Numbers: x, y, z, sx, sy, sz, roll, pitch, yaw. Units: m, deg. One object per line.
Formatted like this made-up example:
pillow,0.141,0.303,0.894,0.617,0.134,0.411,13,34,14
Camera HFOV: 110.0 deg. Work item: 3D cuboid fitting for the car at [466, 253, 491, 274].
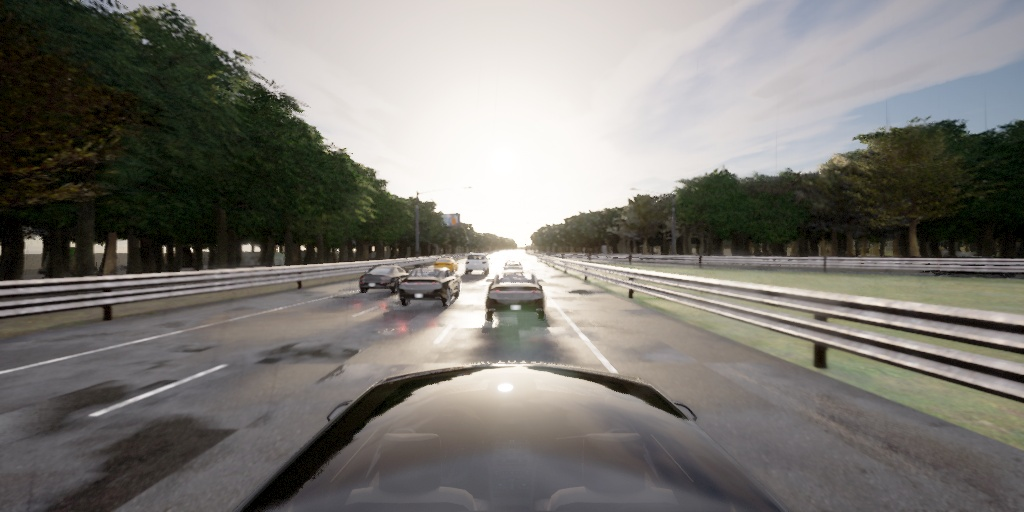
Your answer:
car,-3.383,0.732,35.988,2.150,2.045,5.566,0,1,0

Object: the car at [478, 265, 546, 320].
car,0.106,1.231,12.550,2.128,1.511,4.902,0,0,0

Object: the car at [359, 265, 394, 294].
car,-6.891,1.225,19.956,1.812,1.442,4.674,0,0,0

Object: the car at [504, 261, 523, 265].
car,0.116,1.122,35.285,1.895,1.301,4.718,0,1,0

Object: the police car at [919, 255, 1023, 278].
police car,33.761,0.748,26.408,2.038,1.542,4.974,1,0,-42

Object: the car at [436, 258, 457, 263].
car,-6.882,0.960,37.679,1.882,1.535,5.008,0,1,0

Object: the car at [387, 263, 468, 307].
car,-3.392,1.219,15.478,2.128,1.511,4.902,0,0,0
